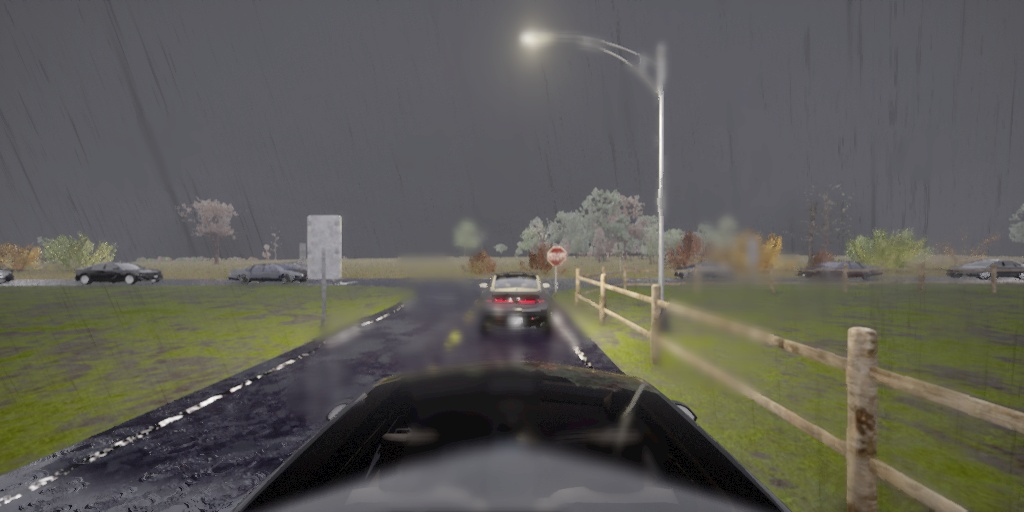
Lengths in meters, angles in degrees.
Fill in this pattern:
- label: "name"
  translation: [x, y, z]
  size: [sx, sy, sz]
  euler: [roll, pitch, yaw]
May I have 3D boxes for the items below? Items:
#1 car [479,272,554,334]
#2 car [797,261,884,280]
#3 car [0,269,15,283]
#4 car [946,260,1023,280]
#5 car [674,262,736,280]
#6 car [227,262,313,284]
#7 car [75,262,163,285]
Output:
- label: "car"
  translation: [0.110, 1.212, 10.450]
  size: [1.837, 1.490, 4.892]
  euler: [0, 0, 0]
- label: "car"
  translation: [25.372, 1.107, 27.768]
  size: [5.357, 1.411, 2.033]
  euler: [0, 0, 1]
- label: "car"
  translation: [-38.514, 1.233, 25.408]
  size: [4.902, 1.511, 2.128]
  euler: [0, 0, 1]
- label: "car"
  translation: [36.687, 1.052, 27.653]
  size: [4.892, 1.490, 1.837]
  euler: [0, 0, 1]
- label: "car"
  translation: [14.928, 1.145, 27.866]
  size: [4.181, 1.385, 1.994]
  euler: [0, 0, 0]
- label: "car"
  translation: [-16.808, 1.226, 25.188]
  size: [5.357, 1.411, 2.033]
  euler: [0, 0, 1]
- label: "car"
  translation: [-27.613, 1.187, 25.301]
  size: [5.008, 1.535, 1.882]
  euler: [0, 0, 0]
